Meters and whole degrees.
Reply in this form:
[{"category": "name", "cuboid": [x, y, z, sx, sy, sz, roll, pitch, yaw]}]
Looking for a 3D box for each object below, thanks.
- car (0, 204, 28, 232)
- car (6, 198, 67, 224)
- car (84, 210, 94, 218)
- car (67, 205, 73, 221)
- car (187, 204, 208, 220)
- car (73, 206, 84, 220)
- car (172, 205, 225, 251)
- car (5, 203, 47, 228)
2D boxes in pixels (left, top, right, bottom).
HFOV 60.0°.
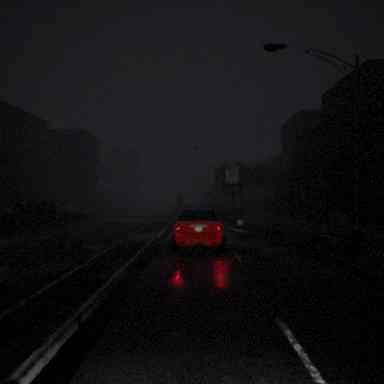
[{"category": "car", "cuboid": [-12.936, 1.672, 19.727, 5.008, 1.535, 2.097, 0, -1, 0]}, {"category": "car", "cuboid": [-12.950, 1.511, 25.243, 5.566, 2.045, 2.435, 0, -1, 0]}, {"category": "car", "cuboid": [-12.707, 1.921, 33.504, 5.366, 1.575, 1.946, 0, -1, 0]}, {"category": "car", "cuboid": [-12.880, 1.687, 27.995, 4.553, 1.767, 2.185, 0, -1, 0]}, {"category": "car", "cuboid": [0.576, 2.012, 33.958, 2.033, 1.411, 5.357, 0, -1, 1]}, {"category": "car", "cuboid": [-12.906, 1.907, 30.747, 4.674, 1.452, 2.002, 0, -1, 0]}, {"category": "car", "cuboid": [0.284, 1.476, 14.867, 2.097, 1.767, 4.553, 0, -1, 1]}, {"category": "car", "cuboid": [-12.936, 1.715, 22.482, 5.008, 1.535, 2.097, 0, -1, 0]}]
